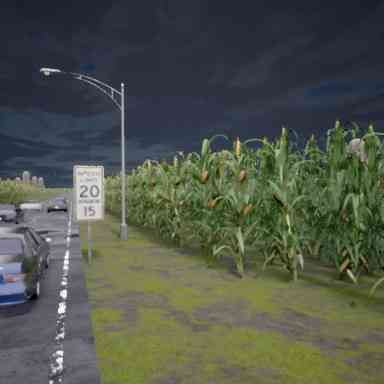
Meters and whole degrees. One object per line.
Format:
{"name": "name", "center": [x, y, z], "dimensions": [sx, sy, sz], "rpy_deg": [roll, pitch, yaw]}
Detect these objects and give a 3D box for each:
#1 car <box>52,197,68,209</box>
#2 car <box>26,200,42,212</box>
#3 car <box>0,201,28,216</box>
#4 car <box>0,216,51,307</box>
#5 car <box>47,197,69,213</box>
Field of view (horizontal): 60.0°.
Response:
{"name": "car", "center": [-18.102, 1.444, 45.788], "dimensions": [1.837, 1.490, 4.892], "rpy_deg": [0, 0, -20]}
{"name": "car", "center": [-18.068, 1.577, 37.462], "dimensions": [1.895, 1.301, 4.718], "rpy_deg": [0, 0, -19]}
{"name": "car", "center": [-13.104, 1.564, 23.437], "dimensions": [1.994, 1.385, 4.181], "rpy_deg": [0, 0, -20]}
{"name": "car", "center": [-4.506, 1.543, 7.909], "dimensions": [2.033, 1.411, 5.357], "rpy_deg": [0, 0, -20]}
{"name": "car", "center": [-14.656, 1.522, 36.338], "dimensions": [1.994, 1.385, 4.181], "rpy_deg": [0, 0, -19]}
